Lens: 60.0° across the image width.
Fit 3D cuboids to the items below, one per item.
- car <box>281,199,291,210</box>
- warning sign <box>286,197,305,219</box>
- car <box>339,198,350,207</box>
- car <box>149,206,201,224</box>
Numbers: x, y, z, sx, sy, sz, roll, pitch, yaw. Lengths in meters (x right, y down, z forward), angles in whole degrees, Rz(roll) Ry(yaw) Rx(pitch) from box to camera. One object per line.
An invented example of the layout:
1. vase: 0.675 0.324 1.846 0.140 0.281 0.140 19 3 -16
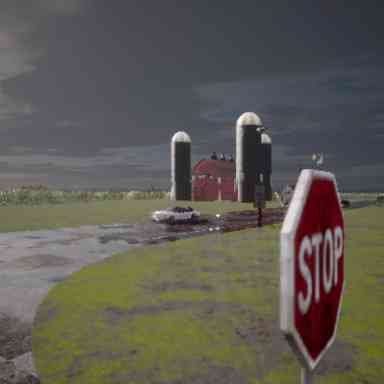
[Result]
1. car: 14.700 1.808 48.631 1.837 1.490 4.892 0 -1 37
2. warning sign: 9.139 1.349 29.367 1.300 1.860 1.060 0 0 37
3. car: 25.965 1.843 57.608 2.128 1.511 4.902 0 0 36
4. car: -1.348 1.822 27.293 1.895 1.301 4.718 0 0 37
